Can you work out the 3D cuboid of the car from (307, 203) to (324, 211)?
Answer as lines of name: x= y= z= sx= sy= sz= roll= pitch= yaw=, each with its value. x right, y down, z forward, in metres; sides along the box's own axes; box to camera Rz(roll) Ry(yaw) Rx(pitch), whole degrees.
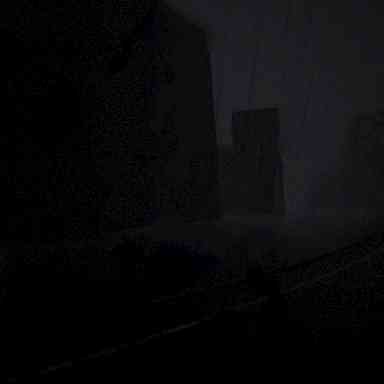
car: x=23.134 y=2.777 z=62.595 sx=2.128 sy=1.511 sz=4.902 roll=-4 pitch=-2 yaw=1
